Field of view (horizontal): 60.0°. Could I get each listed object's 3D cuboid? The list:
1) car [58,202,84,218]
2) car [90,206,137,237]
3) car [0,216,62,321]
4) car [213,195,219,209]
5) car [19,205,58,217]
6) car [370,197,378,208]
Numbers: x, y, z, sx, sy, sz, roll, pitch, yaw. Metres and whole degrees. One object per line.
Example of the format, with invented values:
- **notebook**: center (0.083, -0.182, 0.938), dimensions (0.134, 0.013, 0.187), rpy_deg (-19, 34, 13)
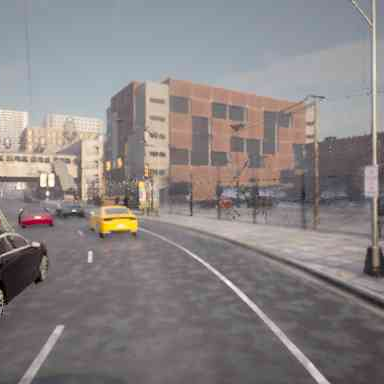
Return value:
- **car**: center (-11.387, 1.611, 30.963), dimensions (1.994, 1.385, 4.181), rpy_deg (0, 0, -30)
- **car**: center (-4.424, 1.491, 18.344), dimensions (1.882, 1.535, 5.008), rpy_deg (0, 0, -24)
- **car**: center (-4.346, 1.512, 6.729), dimensions (2.128, 1.511, 4.902), rpy_deg (0, 0, -10)
- **car**: center (3.009, 1.208, 42.839), dimensions (2.185, 1.767, 4.553), rpy_deg (0, 0, -32)
- **car**: center (-10.845, 1.612, 23.068), dimensions (1.994, 1.385, 4.181), rpy_deg (0, 0, -29)
- **car**: center (21.496, 1.271, 34.513), dimensions (2.002, 1.452, 4.674), rpy_deg (0, 0, -32)
